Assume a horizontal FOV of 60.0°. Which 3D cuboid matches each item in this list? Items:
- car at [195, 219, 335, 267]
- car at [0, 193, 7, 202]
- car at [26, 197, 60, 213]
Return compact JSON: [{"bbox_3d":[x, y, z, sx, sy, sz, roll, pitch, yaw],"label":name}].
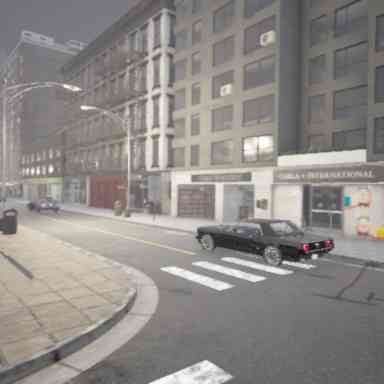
[{"bbox_3d":[2.215,1.576,11.474,1.895,1.301,4.718,1,0,-39],"label":"car"},{"bbox_3d":[-29.550,0.878,50.450,1.994,1.385,4.181,1,0,-39],"label":"car"},{"bbox_3d":[-14.131,1.178,31.530,2.033,1.411,5.357,1,0,-39],"label":"car"}]
